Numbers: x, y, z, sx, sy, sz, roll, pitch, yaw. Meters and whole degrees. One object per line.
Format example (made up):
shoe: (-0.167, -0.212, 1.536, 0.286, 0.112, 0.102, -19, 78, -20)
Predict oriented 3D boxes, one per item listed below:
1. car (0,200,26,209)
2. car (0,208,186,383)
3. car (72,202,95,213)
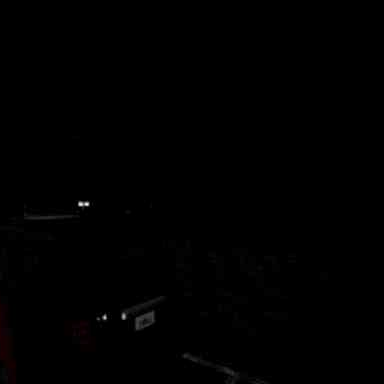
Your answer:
car: (-16.678, 1.453, 28.325, 2.097, 1.767, 4.553, -1, -1, 36)
car: (-2.387, 1.309, 4.581, 5.009, 1.841, 2.192, 0, -1, 36)
car: (-10.669, 1.788, 36.560, 1.895, 1.301, 4.718, -1, -1, 36)
